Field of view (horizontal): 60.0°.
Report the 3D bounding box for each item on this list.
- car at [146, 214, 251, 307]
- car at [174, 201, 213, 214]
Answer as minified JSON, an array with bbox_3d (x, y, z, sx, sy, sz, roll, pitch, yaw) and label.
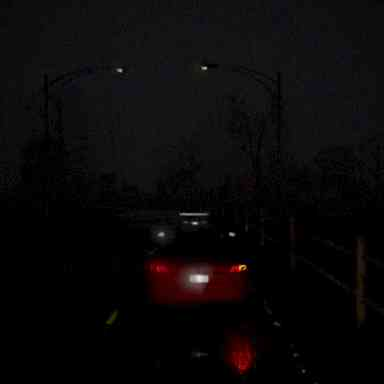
[{"bbox_3d":[0.113,1.437,7.753,1.994,1.385,4.181,0,1,0],"label":"car"},{"bbox_3d":[0.090,1.207,17.732,2.128,1.511,4.902,0,1,-1],"label":"car"}]
